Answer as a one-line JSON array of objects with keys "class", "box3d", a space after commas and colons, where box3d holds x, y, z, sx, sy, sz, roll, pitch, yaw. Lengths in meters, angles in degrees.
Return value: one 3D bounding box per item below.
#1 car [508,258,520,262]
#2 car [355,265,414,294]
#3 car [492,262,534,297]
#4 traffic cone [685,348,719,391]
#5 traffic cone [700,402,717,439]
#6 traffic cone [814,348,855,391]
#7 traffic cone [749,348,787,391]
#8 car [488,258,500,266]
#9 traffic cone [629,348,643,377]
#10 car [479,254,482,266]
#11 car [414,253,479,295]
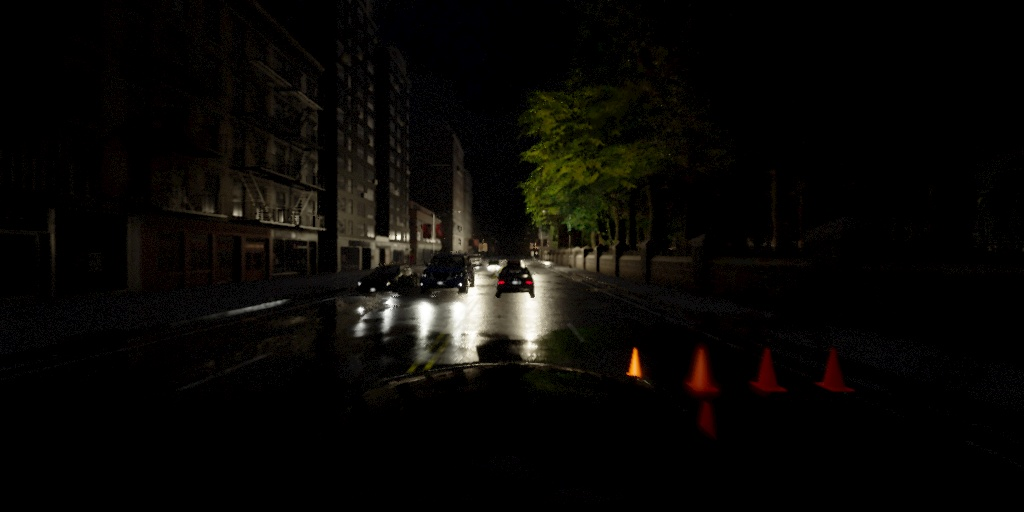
[{"class": "car", "box3d": [0.255, 1.005, 47.725, 1.882, 1.535, 5.008, 0, 0, 0]}, {"class": "car", "box3d": [-6.547, 1.192, 19.527, 2.033, 1.411, 5.357, 0, 0, 0]}, {"class": "car", "box3d": [0.153, 1.212, 18.272, 2.033, 1.411, 5.357, 0, 0, 0]}, {"class": "traffic cone", "box3d": [2.873, 1.692, 5.436, 0.340, 0.580, 0.340, 0, 0, 0]}, {"class": "traffic cone", "box3d": [1.866, 1.701, 3.439, 0.340, 0.580, 0.340, 0, 0, 0]}, {"class": "traffic cone", "box3d": [4.873, 1.697, 5.429, 0.340, 0.580, 0.340, 0, 0, 0]}, {"class": "traffic cone", "box3d": [3.873, 1.695, 5.432, 0.340, 0.580, 0.340, 0, 0, 0]}, {"class": "car", "box3d": [-3.074, 1.064, 61.348, 1.895, 1.301, 4.718, 0, 0, 1]}, {"class": "traffic cone", "box3d": [1.873, 1.690, 5.439, 0.340, 0.580, 0.340, 0, 0, 0]}, {"class": "car", "box3d": [-6.324, 0.687, 61.215, 2.150, 2.045, 5.566, 0, 0, 1]}, {"class": "car", "box3d": [-3.296, 0.874, 19.264, 2.150, 2.045, 5.566, 0, 0, 0]}]
